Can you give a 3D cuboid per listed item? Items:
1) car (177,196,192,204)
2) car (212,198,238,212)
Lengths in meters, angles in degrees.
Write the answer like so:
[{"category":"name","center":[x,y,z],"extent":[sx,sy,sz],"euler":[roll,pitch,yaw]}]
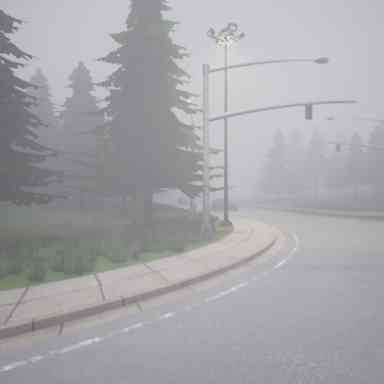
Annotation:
[{"category":"car","center":[-1.135,1.440,54.898],"extent":[2.128,1.511,4.902],"euler":[0,0,-17]},{"category":"car","center":[3.685,1.464,38.030],"extent":[1.837,1.490,4.892],"euler":[0,0,-15]}]
